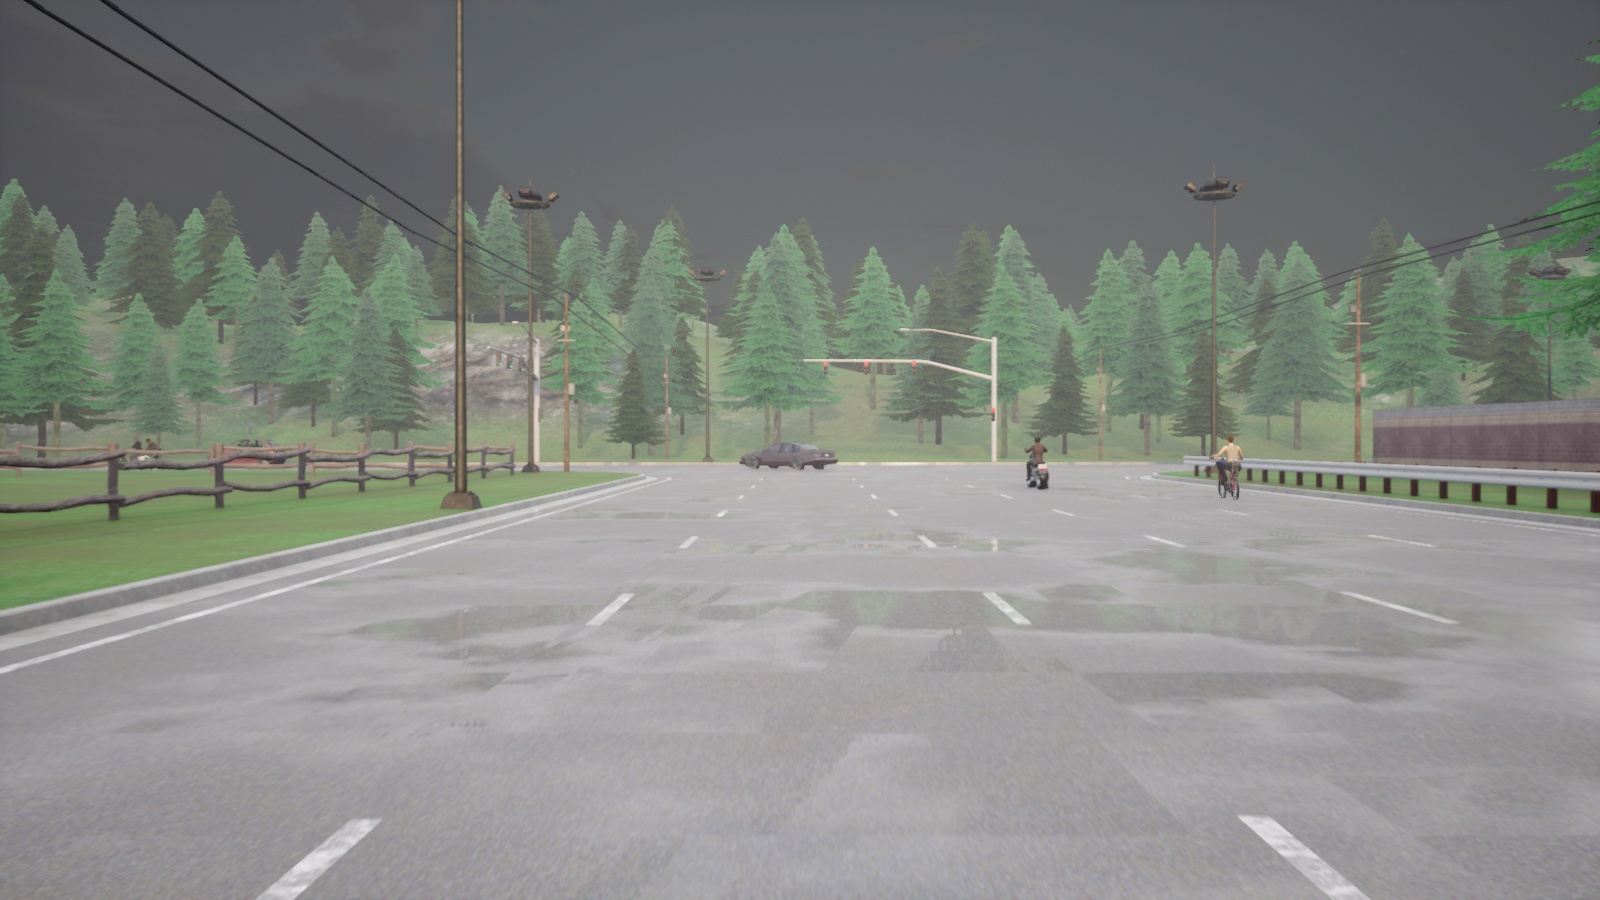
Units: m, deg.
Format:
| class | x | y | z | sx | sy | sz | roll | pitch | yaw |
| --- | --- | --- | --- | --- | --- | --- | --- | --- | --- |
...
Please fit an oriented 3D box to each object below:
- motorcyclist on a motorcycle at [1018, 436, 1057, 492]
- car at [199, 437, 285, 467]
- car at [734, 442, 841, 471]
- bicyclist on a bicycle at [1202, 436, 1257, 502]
| class | x | y | z | sx | sy | sz | roll | pitch | yaw |
| --- | --- | --- | --- | --- | --- | --- | --- | --- | --- |
| motorcyclist on a motorcycle | 7.232 | 0.416 | 38.346 | 0.766 | 1.649 | 2.350 | 0 | 0 | 0 |
| car | -31.187 | 0.094 | 70.291 | 3.988 | 1.617 | 1.851 | 0 | 0 | 1 |
| car | -0.669 | 0.317 | 63.714 | 5.357 | 1.411 | 2.033 | 0 | 1 | 39 |
| bicyclist on a bicycle | 10.688 | 0.457 | 31.306 | 0.866 | 1.612 | 1.509 | 0 | 0 | 1 |
